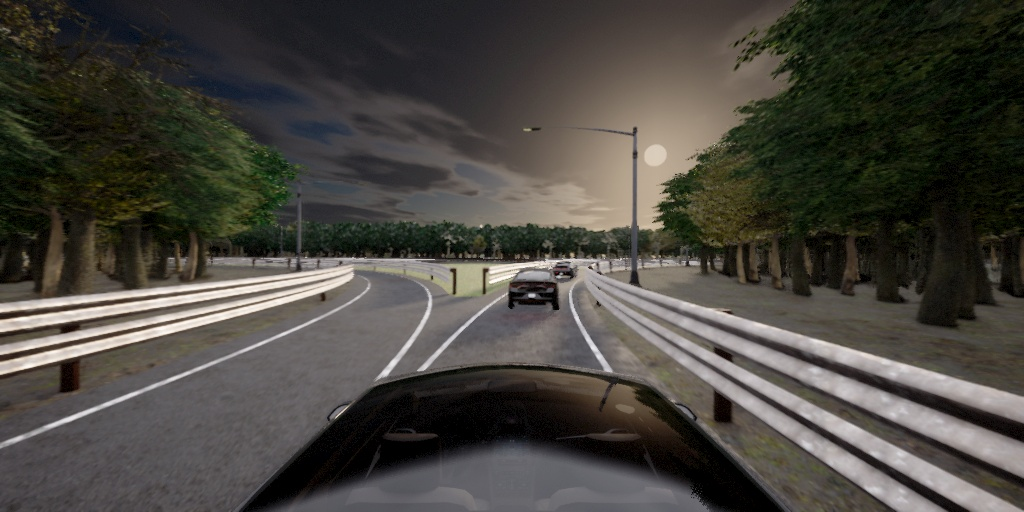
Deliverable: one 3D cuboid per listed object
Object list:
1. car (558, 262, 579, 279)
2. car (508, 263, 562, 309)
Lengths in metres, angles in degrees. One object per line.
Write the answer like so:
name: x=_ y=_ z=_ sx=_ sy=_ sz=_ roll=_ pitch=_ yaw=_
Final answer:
car: x=4.978 y=1.270 z=33.087 sx=1.837 sy=1.490 sz=4.892 roll=0 pitch=0 yaw=17
car: x=1.031 y=1.228 z=15.019 sx=1.882 sy=1.535 sz=5.008 roll=0 pitch=0 yaw=8
